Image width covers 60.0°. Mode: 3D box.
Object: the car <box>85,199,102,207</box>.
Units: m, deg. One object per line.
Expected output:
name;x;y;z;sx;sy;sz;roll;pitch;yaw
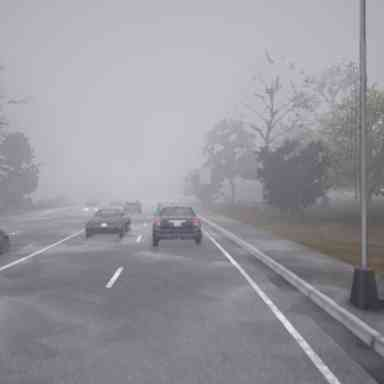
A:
car;-15.487;1.732;52.256;1.895;1.301;4.718;0;0;-6

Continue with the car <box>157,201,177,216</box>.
car;-2.664;1.648;34.405;1.895;1.301;4.718;0;0;-7

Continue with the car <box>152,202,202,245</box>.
car;-0.773;1.373;15.949;2.097;1.767;4.553;0;0;-4

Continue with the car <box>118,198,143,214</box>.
car;-6.360;1.544;35.871;2.128;1.511;4.902;0;0;-7

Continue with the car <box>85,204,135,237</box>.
car;-4.485;1.591;18.266;1.994;1.385;4.181;0;0;-5

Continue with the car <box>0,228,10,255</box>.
car;-7.567;1.583;10.494;1.994;1.385;4.181;0;0;-4

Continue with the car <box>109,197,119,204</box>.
car;-12.096;1.613;53.476;1.882;1.535;5.008;0;-1;-6
